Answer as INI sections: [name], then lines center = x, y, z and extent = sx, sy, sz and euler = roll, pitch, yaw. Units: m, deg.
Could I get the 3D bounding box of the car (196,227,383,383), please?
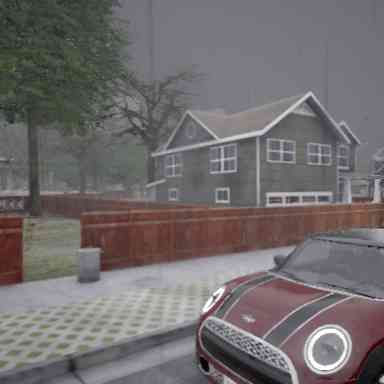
[car]
center = 2.270, 1.350, 4.573
extent = 4.553, 1.767, 2.097
euler = 0, 0, -34
